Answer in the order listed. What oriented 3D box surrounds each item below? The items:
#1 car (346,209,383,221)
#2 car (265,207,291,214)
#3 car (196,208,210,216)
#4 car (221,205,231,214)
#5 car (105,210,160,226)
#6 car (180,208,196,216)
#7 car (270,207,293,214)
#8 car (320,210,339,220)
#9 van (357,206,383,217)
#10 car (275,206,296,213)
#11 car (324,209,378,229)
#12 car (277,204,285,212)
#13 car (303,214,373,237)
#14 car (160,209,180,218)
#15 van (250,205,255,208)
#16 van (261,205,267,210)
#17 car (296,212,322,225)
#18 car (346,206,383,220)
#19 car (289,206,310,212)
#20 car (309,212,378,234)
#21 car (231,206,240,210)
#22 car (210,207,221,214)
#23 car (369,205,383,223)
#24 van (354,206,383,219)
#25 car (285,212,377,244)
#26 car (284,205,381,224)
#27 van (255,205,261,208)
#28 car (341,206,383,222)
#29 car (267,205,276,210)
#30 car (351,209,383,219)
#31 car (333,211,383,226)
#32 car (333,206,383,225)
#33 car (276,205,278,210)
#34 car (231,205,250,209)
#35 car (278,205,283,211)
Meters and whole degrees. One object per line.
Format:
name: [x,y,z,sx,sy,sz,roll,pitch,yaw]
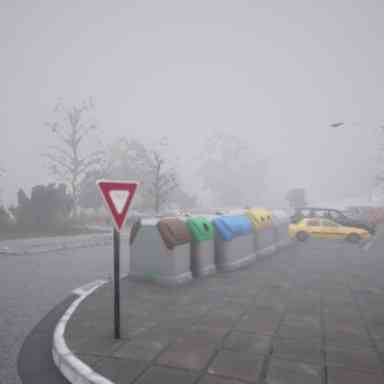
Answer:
car: [25.554,3.364,48.916,5.008,1.535,2.097,1,-1,12]
car: [18.575,3.972,71.859,5.366,1.575,1.946,0,-2,12]
car: [-0.633,2.891,41.216,4.792,1.488,2.163,0,-2,12]
car: [2.734,2.932,46.614,4.553,1.767,2.185,0,-2,12]
car: [-6.049,2.548,32.586,4.892,1.521,2.231,0,-3,12]
car: [-2.637,2.755,38.373,5.366,1.575,1.946,0,-2,12]
car: [19.947,4.069,74.419,4.892,1.521,2.231,0,-2,11]
car: [20.874,3.472,50.402,1.895,1.301,4.718,0,-2,32]
van: [33.377,3.597,61.714,4.442,1.987,1.878,1,-1,12]
car: [21.512,4.034,76.956,4.553,1.767,2.185,0,-2,11]
car: [15.989,2.685,33.633,4.553,1.767,2.185,1,-2,12]
car: [16.805,3.633,69.375,5.566,2.045,2.435,0,-2,12]
car: [11.208,2.570,25.955,4.674,1.452,2.002,1,-1,12]
car: [-4.244,2.653,35.459,4.892,1.521,2.231,0,-2,12]
van: [7.534,3.107,54.185,4.442,1.987,1.878,0,-2,12]
van: [10.673,3.290,59.243,4.442,1.987,1.878,0,-2,12]
car: [13.777,3.059,38.972,1.895,1.301,4.718,0,-2,32]
car: [27.172,3.205,51.472,5.566,2.045,2.435,1,-2,12]
car: [28.979,4.621,89.729,5.008,1.535,2.097,-1,-2,10]
car: [12.820,2.626,28.515,5.008,1.535,2.097,1,-1,12]
car: [4.275,3.190,49.148,4.674,1.452,2.002,0,-2,12]
car: [1.102,2.841,44.108,4.553,1.767,2.185,0,-2,12]
car: [17.586,2.651,36.171,5.566,2.045,2.435,1,-1,12]
van: [30.204,3.412,56.595,4.442,1.987,1.878,1,-1,12]
car: [8.181,2.322,20.807,5.366,1.575,1.946,1,-2,12]
car: [9.639,2.179,23.410,5.566,2.045,2.435,1,-2,12]
van: [9.103,3.199,56.714,4.442,1.987,1.878,-1,-2,12]
car: [23.998,3.021,46.374,5.566,2.045,2.435,1,-2,12]
car: [12.311,3.604,61.745,5.366,1.575,1.946,0,-2,12]
car: [28.728,3.548,54.016,5.008,1.535,2.097,1,-1,12]
car: [19.171,3.024,38.719,4.792,1.488,2.163,1,-1,12]
car: [20.766,2.835,41.273,5.566,2.045,2.435,1,-1,12]
car: [13.668,3.730,64.310,4.792,1.488,2.163,-1,-2,12]
car: [5.819,2.991,51.685,5.566,2.045,2.435,0,-2,12]
car: [15.296,3.822,66.832,4.792,1.488,2.163,0,-2,12]
